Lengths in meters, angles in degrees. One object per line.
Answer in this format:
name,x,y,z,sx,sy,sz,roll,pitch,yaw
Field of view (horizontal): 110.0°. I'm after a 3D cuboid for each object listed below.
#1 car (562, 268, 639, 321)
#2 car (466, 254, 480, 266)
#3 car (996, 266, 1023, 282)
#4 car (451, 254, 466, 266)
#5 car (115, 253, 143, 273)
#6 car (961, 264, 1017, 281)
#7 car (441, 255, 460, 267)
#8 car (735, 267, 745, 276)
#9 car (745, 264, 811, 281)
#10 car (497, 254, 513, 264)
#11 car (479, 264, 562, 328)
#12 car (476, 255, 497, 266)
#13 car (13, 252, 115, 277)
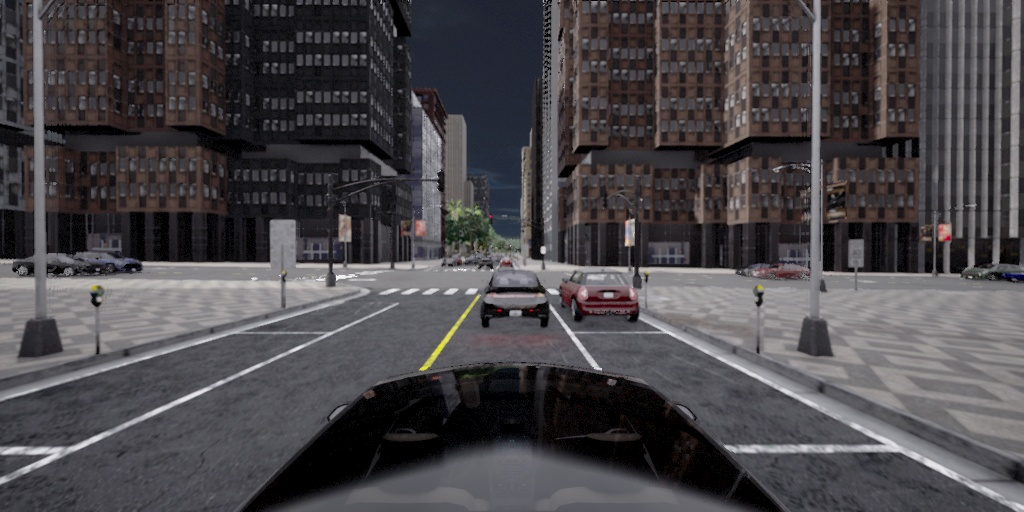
car,2.719,1.113,12.059,1.967,1.591,4.097,0,0,0
car,-6.700,0.892,59.369,2.033,1.411,5.357,0,0,0
car,47.646,1.848,32.451,4.718,1.301,1.895,1,0,0
car,-9.407,0.662,58.772,2.192,1.841,5.009,0,0,-1
car,-32.080,0.479,28.285,4.553,1.767,2.097,1,0,-1
car,47.892,1.573,35.701,4.553,1.767,2.097,1,0,0
car,-9.349,0.941,53.347,1.948,1.339,4.313,0,0,-1
car,24.597,1.443,35.551,4.181,1.385,1.994,1,0,-1
car,24.202,1.427,32.298,4.674,1.442,1.812,1,0,-1
car,-0.824,0.815,53.435,1.967,1.591,4.097,0,0,-1
car,0.062,1.171,11.164,2.128,1.511,4.902,0,0,-1
car,-3.367,0.911,47.391,1.837,1.490,4.892,0,0,-1
car,-31.451,0.641,25.040,5.008,1.535,1.882,1,0,-1
